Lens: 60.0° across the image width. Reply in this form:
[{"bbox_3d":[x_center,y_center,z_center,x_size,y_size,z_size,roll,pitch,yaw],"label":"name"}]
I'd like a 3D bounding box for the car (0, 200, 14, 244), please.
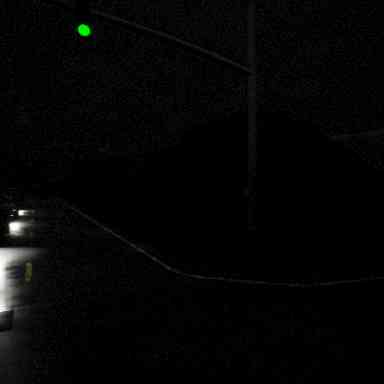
[{"bbox_3d":[-9.037,1.342,14.405,1.812,1.442,4.674,-1,2,-25],"label":"car"}]

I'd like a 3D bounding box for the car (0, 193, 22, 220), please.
[{"bbox_3d":[-13.393,1.091,23.603,1.882,1.535,5.008,-1,2,-25],"label":"car"}]

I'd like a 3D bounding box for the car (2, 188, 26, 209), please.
[{"bbox_3d":[-18.208,0.609,33.769,2.150,2.045,5.566,-1,2,-25],"label":"car"}]
